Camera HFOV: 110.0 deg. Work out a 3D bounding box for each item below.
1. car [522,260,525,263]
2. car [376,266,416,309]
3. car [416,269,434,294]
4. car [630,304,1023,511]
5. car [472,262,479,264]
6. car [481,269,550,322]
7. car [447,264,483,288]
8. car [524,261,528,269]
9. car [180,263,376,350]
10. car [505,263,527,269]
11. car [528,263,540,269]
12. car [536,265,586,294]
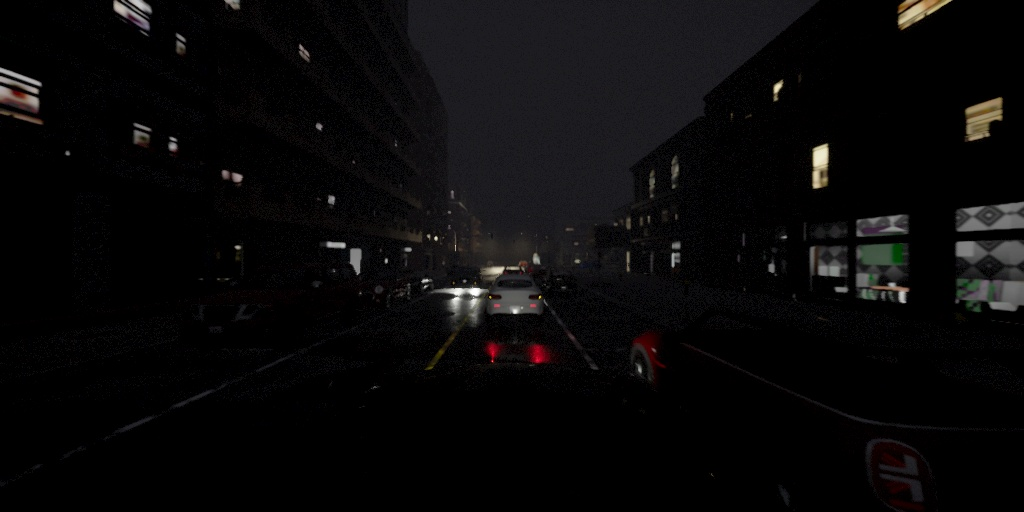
[{"bbox_3d":[2.697,1.589,49.444,1.751,1.417,4.829,0,0,0],"label":"car"},{"bbox_3d":[-5.688,1.272,15.101,1.967,1.591,4.097,0,0,0],"label":"car"},{"bbox_3d":[-5.687,1.418,20.797,2.007,1.370,4.403,0,0,0],"label":"car"},{"bbox_3d":[2.691,1.201,3.702,1.967,1.591,4.097,0,0,0],"label":"car"},{"bbox_3d":[-5.684,1.631,54.806,1.751,1.417,4.829,0,0,0],"label":"car"},{"bbox_3d":[0.096,1.341,12.526,1.812,1.442,4.674,0,0,0],"label":"car"},{"bbox_3d":[-3.095,1.462,25.376,1.994,1.385,4.181,0,0,0],"label":"car"},{"bbox_3d":[2.696,1.567,43.577,1.888,1.381,4.507,0,0,0],"label":"car"},{"bbox_3d":[-5.689,1.111,9.404,2.192,1.841,5.009,0,0,0],"label":"car"},{"bbox_3d":[0.104,1.552,33.347,1.895,1.301,4.718,0,0,0],"label":"car"},{"bbox_3d":[2.695,1.488,32.183,1.888,1.381,4.507,0,0,0],"label":"car"},{"bbox_3d":[2.694,1.418,20.792,2.007,1.370,4.403,0,0,0],"label":"car"}]
